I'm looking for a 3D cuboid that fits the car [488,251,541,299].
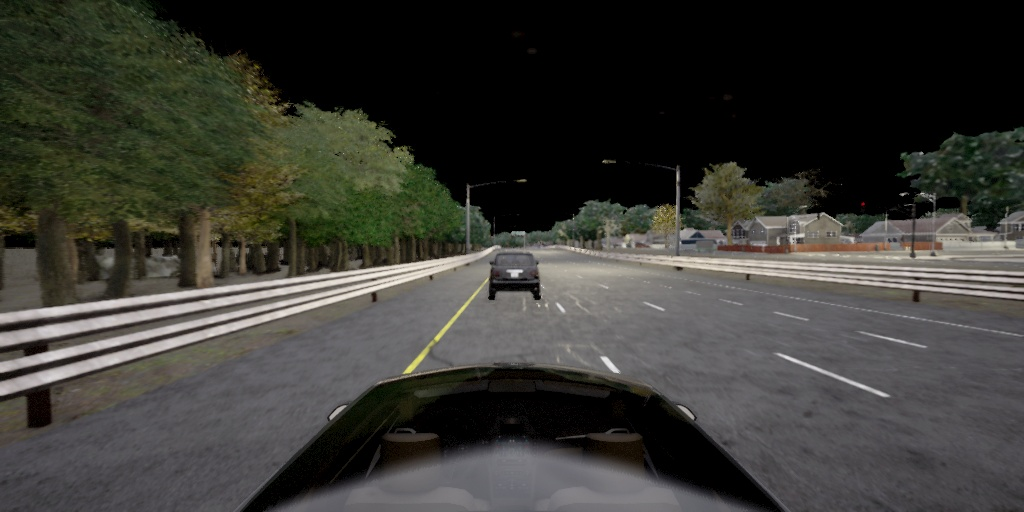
[{"bbox_3d":[0.108,0.784,16.660,2.150,2.045,5.566,0,1,0],"label":"car"}]
